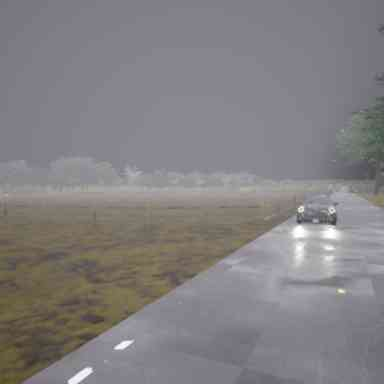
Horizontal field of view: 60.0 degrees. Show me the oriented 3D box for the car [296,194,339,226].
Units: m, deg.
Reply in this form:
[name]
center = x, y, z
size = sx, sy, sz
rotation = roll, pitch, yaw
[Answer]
[car]
center = 7.552, 0.931, 19.837
size = 2.097, 1.767, 4.553
rotation = 1, 1, 25
